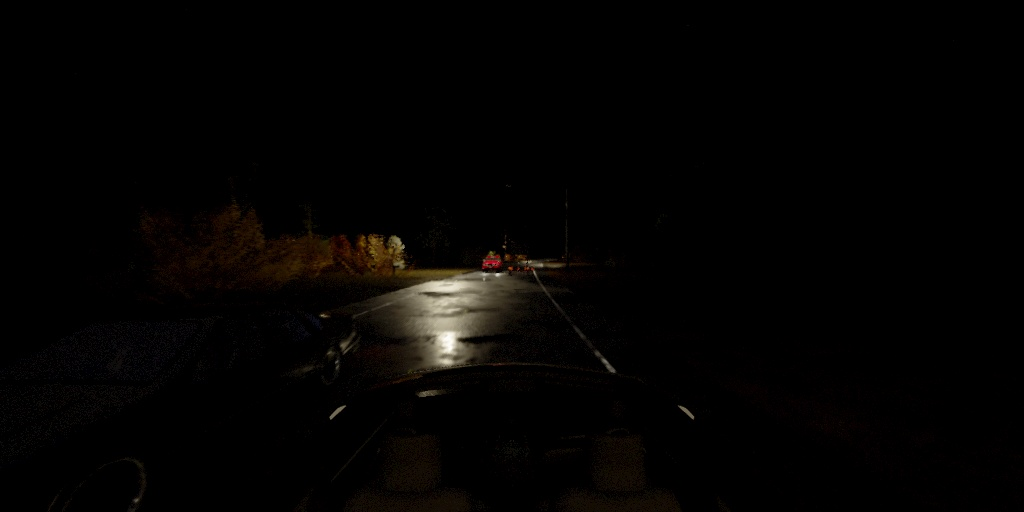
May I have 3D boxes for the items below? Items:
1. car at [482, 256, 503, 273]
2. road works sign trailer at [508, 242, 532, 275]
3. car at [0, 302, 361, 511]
[{"bbox_3d":[-2.441,1.004,45.860,2.150,2.045,5.566,0,0,3],"label":"car"},{"bbox_3d":[0.792,0.257,39.639,2.380,3.560,2.880,0,0,3],"label":"road works sign trailer"},{"bbox_3d":[-3.594,1.290,4.043,2.033,1.411,5.357,0,0,0],"label":"car"}]
